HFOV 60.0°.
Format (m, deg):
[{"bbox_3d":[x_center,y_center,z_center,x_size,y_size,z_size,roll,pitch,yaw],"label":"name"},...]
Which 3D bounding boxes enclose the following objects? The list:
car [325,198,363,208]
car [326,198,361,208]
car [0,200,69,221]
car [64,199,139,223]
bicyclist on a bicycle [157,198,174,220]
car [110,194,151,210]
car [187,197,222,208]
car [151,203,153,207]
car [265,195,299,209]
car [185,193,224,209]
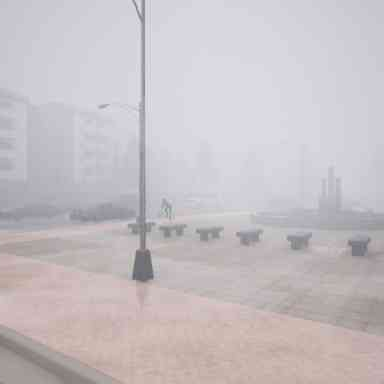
[{"bbox_3d":[22.175,1.601,48.644,4.718,1.301,1.895,0,0,-7],"label":"car"},{"bbox_3d":[19.590,1.506,44.522,4.892,1.490,1.837,0,0,-13],"label":"car"},{"bbox_3d":[-13.509,1.547,27.983,2.033,1.411,5.357,0,0,33],"label":"car"},{"bbox_3d":[-6.644,1.547,25.423,2.033,1.411,5.357,0,0,33],"label":"car"},{"bbox_3d":[-1.991,1.300,24.799,1.656,1.620,0.582,0,0,33],"label":"bicyclist on a bicycle"},{"bbox_3d":[-7.505,1.221,36.207,2.150,2.045,5.566,0,0,40],"label":"car"},{"bbox_3d":[1.806,1.505,48.750,4.892,1.490,1.837,0,0,-31],"label":"car"},{"bbox_3d":[-7.317,1.600,41.578,4.718,1.301,1.895,0,0,-45],"label":"car"},{"bbox_3d":[12.495,1.352,46.096,4.553,1.767,2.097,0,0,-22],"label":"car"},{"bbox_3d":[1.701,1.220,44.538,5.566,2.045,2.150,0,0,-33],"label":"car"}]
